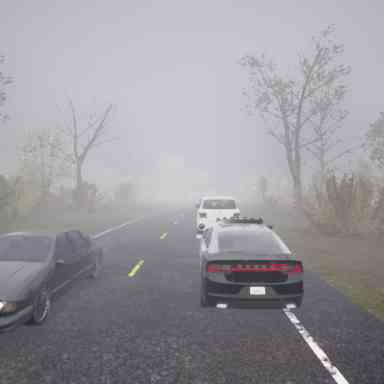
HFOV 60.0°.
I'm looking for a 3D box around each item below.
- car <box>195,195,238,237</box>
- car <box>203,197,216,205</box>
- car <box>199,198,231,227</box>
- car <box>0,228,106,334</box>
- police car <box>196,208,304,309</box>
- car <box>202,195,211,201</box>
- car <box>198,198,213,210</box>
[{"bbox_3d":[1.368,1.234,17.959,2.150,2.045,5.566,0,0,2],"label":"car"},{"bbox_3d":[3.384,1.715,63.424,2.033,1.411,5.357,0,0,6],"label":"car"},{"bbox_3d":[1.585,1.368,23.869,2.097,1.767,4.553,0,0,2],"label":"car"},{"bbox_3d":[-3.404,1.551,7.311,2.033,1.411,5.357,0,0,1],"label":"car"},{"bbox_3d":[1.128,1.429,8.086,1.930,1.638,5.238,0,0,1],"label":"police car"},{"bbox_3d":[4.076,1.700,95.190,2.097,1.767,4.553,0,0,9],"label":"car"},{"bbox_3d":[1.933,1.589,46.344,1.837,1.490,4.892,0,0,5],"label":"car"}]
